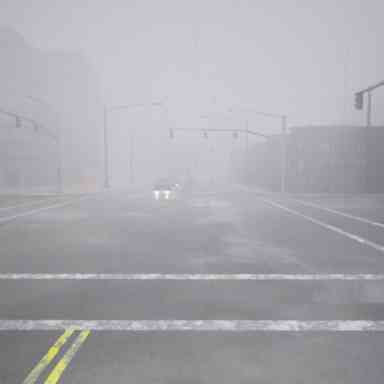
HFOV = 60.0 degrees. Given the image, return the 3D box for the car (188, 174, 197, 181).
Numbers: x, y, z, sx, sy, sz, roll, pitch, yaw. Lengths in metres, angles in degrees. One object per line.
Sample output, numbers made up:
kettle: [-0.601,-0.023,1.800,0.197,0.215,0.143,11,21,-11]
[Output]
car: [0.085,-3.565,79.951,2.128,1.511,4.902,0,4,0]

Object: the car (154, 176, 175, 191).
car: [-3.554,-0.940,41.341,1.994,1.385,4.181,0,4,0]

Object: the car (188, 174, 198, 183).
car: [0.184,-2.605,65.629,1.812,1.442,4.674,0,4,0]

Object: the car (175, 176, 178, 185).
car: [-3.540,-1.663,51.248,1.837,1.490,4.892,0,4,0]
